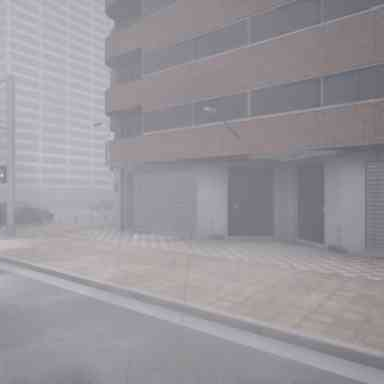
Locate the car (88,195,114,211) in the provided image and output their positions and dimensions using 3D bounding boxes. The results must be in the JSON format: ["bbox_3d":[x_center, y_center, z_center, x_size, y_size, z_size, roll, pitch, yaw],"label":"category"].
[{"bbox_3d":[-10.451,1.505,40.889,1.837,1.490,4.892,0,0,37],"label":"car"}]

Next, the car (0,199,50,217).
[{"bbox_3d":[-16.698,1.505,32.633,1.837,1.490,4.892,0,0,37],"label":"car"}]

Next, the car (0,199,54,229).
[{"bbox_3d":[-11.460,1.351,21.814,2.097,1.767,4.553,0,0,37],"label":"car"}]
